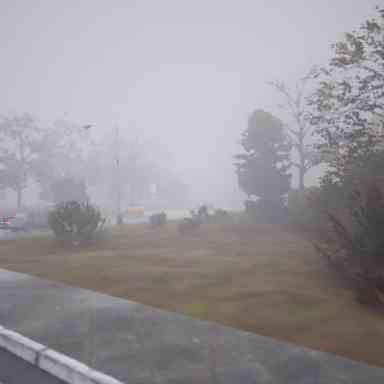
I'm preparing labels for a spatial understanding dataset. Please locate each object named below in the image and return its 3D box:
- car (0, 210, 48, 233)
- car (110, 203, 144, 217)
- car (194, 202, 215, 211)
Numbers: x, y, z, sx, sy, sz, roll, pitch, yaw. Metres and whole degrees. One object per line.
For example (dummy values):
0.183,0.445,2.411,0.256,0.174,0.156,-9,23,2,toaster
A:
-10.590,1.993,23.232,2.033,1.411,5.357,-3,-2,35,car
-7.915,2.136,40.645,2.097,1.767,4.553,-3,-2,32,car
2.084,2.422,56.372,2.128,1.511,4.902,-3,-2,32,car
